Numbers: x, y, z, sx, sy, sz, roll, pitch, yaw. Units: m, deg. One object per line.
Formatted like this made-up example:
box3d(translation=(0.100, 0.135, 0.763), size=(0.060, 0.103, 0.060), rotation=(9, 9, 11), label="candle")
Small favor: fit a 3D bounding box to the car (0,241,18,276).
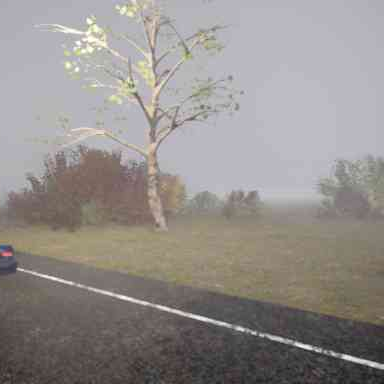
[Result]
box3d(translation=(-6.745, 1.549, 8.903), size=(5.357, 1.411, 2.033), rotation=(0, 0, 36), label="car")
